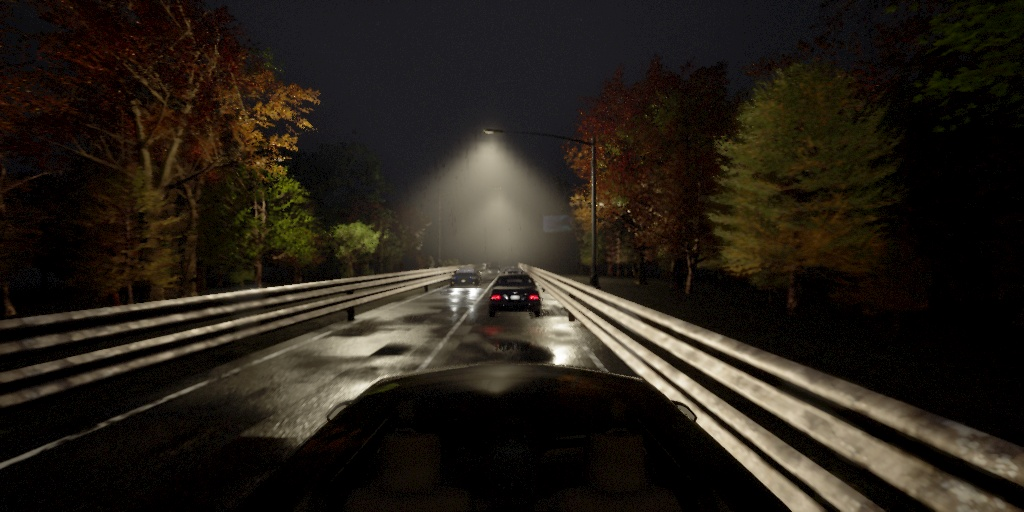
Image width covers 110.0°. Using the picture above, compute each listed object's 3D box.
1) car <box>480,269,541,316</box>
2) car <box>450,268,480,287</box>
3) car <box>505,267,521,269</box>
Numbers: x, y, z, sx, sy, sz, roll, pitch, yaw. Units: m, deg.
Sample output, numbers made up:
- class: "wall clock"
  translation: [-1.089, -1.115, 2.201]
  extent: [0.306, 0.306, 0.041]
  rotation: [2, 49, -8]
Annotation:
- class: "car"
  translation: [0.099, 1.383, 13.874]
  extent: [2.033, 1.411, 5.357]
  rotation: [0, -1, 0]
- class: "car"
  translation: [-3.341, 1.548, 26.610]
  extent: [1.994, 1.385, 4.181]
  rotation: [0, -1, 0]
- class: "car"
  translation: [0.108, 1.695, 35.229]
  extent: [1.895, 1.301, 4.718]
  rotation: [0, -1, 0]
